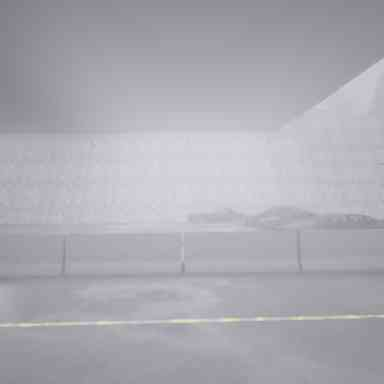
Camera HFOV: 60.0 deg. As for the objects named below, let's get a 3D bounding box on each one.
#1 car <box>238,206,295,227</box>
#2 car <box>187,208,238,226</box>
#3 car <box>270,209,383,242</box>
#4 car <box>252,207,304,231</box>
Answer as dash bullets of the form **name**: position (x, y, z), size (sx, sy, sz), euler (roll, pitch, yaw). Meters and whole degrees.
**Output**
- **car**: position (5.814, 1.695, 22.059), size (4.892, 1.490, 1.837), euler (-1, -1, -2)
- **car**: position (1.957, 1.872, 25.431), size (4.718, 1.301, 1.895), euler (-1, -1, -2)
- **car**: position (6.607, 1.650, 15.083), size (5.357, 1.411, 2.033), euler (-1, -1, -2)
- **car**: position (5.768, 1.715, 18.555), size (4.181, 1.385, 1.994), euler (-1, -1, -2)
